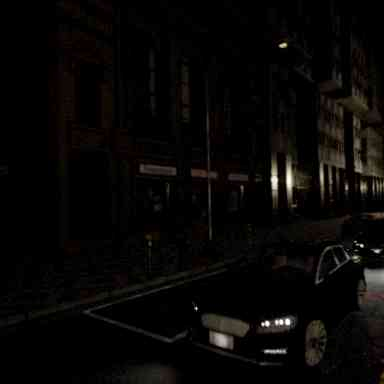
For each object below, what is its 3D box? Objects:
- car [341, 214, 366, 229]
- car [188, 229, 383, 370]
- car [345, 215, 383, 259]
[{"bbox_3d":[10.867,2.110,21.203,1.887,1.381,4.507,-3,-3,39],"label":"car"},{"bbox_3d":[1.883,1.693,6.243,2.128,1.511,4.902,-3,-3,38],"label":"car"},{"bbox_3d":[7.987,1.849,13.500,1.837,1.490,4.892,-3,-2,39],"label":"car"}]
